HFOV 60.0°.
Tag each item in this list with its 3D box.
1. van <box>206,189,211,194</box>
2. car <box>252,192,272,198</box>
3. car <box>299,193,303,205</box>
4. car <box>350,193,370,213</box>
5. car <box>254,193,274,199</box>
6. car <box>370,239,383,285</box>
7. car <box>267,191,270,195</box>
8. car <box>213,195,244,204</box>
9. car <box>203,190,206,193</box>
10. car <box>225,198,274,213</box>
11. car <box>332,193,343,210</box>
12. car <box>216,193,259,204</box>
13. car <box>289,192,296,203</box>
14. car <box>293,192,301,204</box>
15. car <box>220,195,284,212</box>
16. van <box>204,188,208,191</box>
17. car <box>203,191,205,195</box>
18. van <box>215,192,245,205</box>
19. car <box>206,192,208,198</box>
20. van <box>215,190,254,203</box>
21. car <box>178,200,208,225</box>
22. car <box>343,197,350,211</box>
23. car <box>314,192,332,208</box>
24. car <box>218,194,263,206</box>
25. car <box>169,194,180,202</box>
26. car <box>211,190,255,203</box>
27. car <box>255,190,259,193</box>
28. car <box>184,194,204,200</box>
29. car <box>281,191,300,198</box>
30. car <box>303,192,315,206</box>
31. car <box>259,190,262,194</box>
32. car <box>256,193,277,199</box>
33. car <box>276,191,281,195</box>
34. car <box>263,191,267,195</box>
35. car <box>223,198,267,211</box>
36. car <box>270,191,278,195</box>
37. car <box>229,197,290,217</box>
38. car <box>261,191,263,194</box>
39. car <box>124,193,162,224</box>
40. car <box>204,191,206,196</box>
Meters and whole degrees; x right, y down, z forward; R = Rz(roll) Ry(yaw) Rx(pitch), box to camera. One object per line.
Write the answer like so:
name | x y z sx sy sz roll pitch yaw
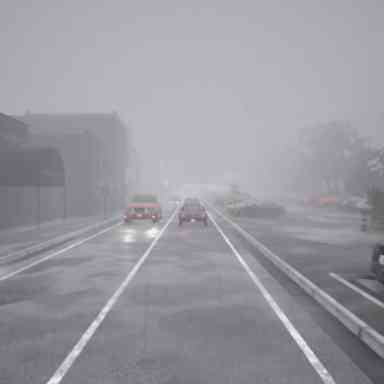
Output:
van | 5.939 0.835 74.394 4.442 1.987 1.878 0 1 0
car | 19.167 0.907 91.045 5.008 1.535 2.097 0 1 0
car | 19.284 1.257 49.396 5.366 1.575 1.946 0 0 0
car | 19.102 1.134 32.560 5.566 2.045 2.435 0 0 0
car | 19.164 0.935 88.260 4.892 1.521 2.231 0 1 0
car | 6.174 1.412 6.608 4.792 1.488 2.163 0 0 0
car | 19.100 0.959 71.551 4.553 1.767 2.185 0 0 0
car | 6.021 1.220 54.850 4.892 1.521 2.231 0 0 0
car | 6.083 0.934 88.250 5.008 1.535 2.097 0 1 0
car | 6.027 1.394 35.368 4.792 1.488 2.163 0 0 0
car | 19.113 1.217 38.256 4.553 1.767 2.185 0 0 0
car | 6.004 1.304 43.718 4.892 1.521 2.231 0 0 0
car | 19.077 1.249 54.842 4.792 1.488 2.163 0 0 0
car | 19.108 1.240 52.056 5.008 1.535 2.097 0 0 0
car | 5.808 1.382 32.585 5.366 1.575 1.946 0 0 0
van | 6.199 0.682 91.031 4.442 1.987 1.878 0 1 0
car | 6.068 0.961 85.467 5.008 1.535 2.097 0 1 0
van | 5.906 1.015 52.065 4.442 1.987 1.878 0 0 0
car | 6.023 1.115 71.550 4.792 1.488 2.163 0 0 0
van | 5.898 1.055 46.623 4.442 1.987 1.878 0 0 0
car | 0.062 1.510 23.229 1.895 1.301 4.718 0 0 0
car | 19.109 1.238 35.472 4.553 1.767 2.185 0 0 0
car | 19.059 1.177 43.701 4.553 1.767 2.185 0 0 0
car | 5.977 1.353 40.935 4.792 1.488 2.163 0 0 0
car | -3.385 1.167 66.196 1.994 1.385 4.181 0 0 0
car | 5.990 1.010 49.282 5.566 2.045 2.435 0 0 0
car | 19.121 0.735 82.687 5.566 2.045 2.435 0 1 0
car | 0.026 1.282 41.101 2.128 1.511 4.902 0 0 0
car | 19.147 1.051 60.410 4.553 1.767 2.185 0 0 0
car | 19.123 1.029 46.610 5.566 2.045 2.435 0 0 0
car | 19.114 0.886 79.905 4.553 1.767 2.185 0 1 0
car | 19.182 0.990 85.477 4.792 1.488 2.163 0 1 0
car | 19.126 1.156 63.196 4.892 1.521 2.231 0 0 0
car | 19.131 1.061 74.336 5.008 1.535 2.097 0 1 0
car | 6.005 1.384 38.152 4.674 1.452 2.002 0 0 0
car | 19.096 0.880 65.978 5.566 2.045 2.435 0 0 0
car | 6.005 1.445 29.944 4.674 1.452 2.002 1 0 0
car | 19.143 1.076 77.121 4.674 1.452 2.002 0 1 0
car | -3.390 1.125 24.071 2.150 2.045 5.566 0 0 0
car | 6.072 1.027 82.683 4.674 1.452 2.002 0 1 0
